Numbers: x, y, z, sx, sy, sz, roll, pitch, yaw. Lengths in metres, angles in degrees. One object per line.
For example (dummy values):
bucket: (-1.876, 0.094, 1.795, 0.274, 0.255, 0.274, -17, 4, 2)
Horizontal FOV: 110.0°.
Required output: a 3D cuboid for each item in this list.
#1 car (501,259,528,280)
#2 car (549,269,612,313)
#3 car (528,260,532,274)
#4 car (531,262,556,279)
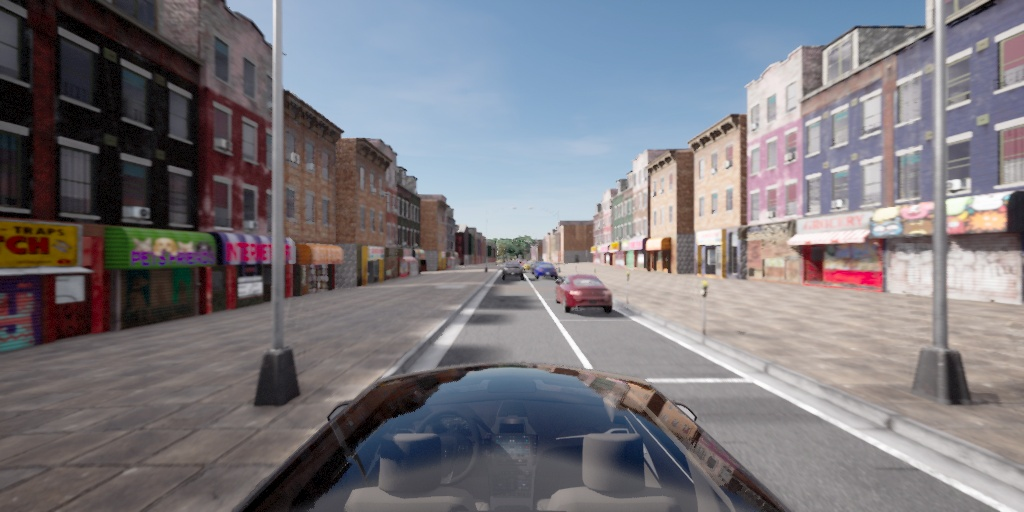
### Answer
car: (0.083, 1.292, 32.208, 2.128, 1.511, 4.902, 0, 0, 0)
car: (2.638, 1.340, 13.764, 1.802, 1.307, 4.207, 0, 0, 0)
car: (3.017, 1.348, 39.669, 1.812, 1.442, 4.674, 0, 0, 0)
car: (3.019, 1.325, 32.669, 1.812, 1.442, 4.674, 0, 0, 0)
